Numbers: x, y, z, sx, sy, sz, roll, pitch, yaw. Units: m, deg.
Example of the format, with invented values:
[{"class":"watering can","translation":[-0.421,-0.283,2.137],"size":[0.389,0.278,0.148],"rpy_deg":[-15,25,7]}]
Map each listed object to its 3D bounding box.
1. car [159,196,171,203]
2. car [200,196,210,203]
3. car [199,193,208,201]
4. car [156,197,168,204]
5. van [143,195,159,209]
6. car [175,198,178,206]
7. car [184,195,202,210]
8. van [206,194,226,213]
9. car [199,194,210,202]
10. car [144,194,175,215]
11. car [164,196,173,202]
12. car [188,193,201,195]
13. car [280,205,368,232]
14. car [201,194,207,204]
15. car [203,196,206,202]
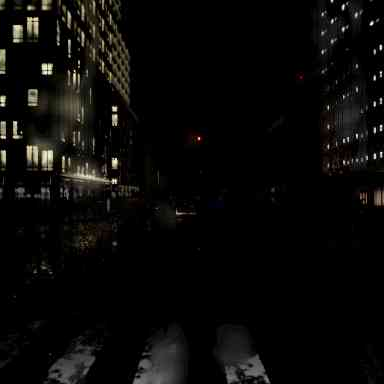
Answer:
[{"class":"car","translation":[-5.626,1.548,69.148],"size":[2.008,1.369,4.403],"rpy_deg":[0,0,0]},{"class":"car","translation":[2.755,1.542,69.110],"size":[1.887,1.381,4.507],"rpy_deg":[0,0,0]},{"class":"car","translation":[2.833,1.309,85.728],"size":[2.192,1.841,5.009],"rpy_deg":[0,0,0]},{"class":"car","translation":[-5.651,1.564,63.609],"size":[1.947,1.339,4.313],"rpy_deg":[0,0,0]},{"class":"van","translation":[-5.727,1.341,46.992],"size":[1.690,1.788,3.998],"rpy_deg":[0,0,0]},{"class":"car","translation":[-3.155,1.525,43.347],"size":[1.812,1.442,4.674],"rpy_deg":[0,0,0]},{"class":"car","translation":[0.020,1.504,42.584],"size":[1.837,1.490,4.892],"rpy_deg":[0,0,1]},{"class":"van","translation":[2.715,1.341,35.878],"size":[1.690,1.788,3.998],"rpy_deg":[0,0,0]},{"class":"car","translation":[2.781,1.312,74.650],"size":[2.192,1.841,5.009],"rpy_deg":[0,0,0]},{"class":"car","translation":[-3.200,1.222,33.569],"size":[2.150,2.045,5.566],"rpy_deg":[0,0,0]},{"class":"car","translation":[-5.574,1.578,80.227],"size":[1.802,1.307,4.206],"rpy_deg":[0,0,0]},{"class":"car","translation":[0.135,1.222,63.496],"size":[2.150,2.045,5.566],"rpy_deg":[0,0,0]},{"class":"car","translation":[7.921,1.573,20.266],"size":[5.008,1.535,1.882],"rpy_deg":[0,0,4]},{"class":"car","translation":[2.730,1.313,63.571],"size":[2.192,1.841,5.009],"rpy_deg":[0,0,0]},{"class":"car","translation":[2.650,1.544,41.417],"size":[1.887,1.381,4.507],"rpy_deg":[0,0,0]}]
